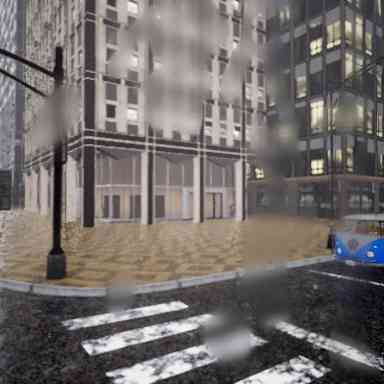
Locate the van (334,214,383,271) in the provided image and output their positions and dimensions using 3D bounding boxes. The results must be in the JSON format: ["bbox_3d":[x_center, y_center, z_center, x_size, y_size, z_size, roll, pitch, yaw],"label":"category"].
[{"bbox_3d":[6.444,1.623,11.151,3.998,1.788,1.690,1,-2,-35],"label":"van"}]
